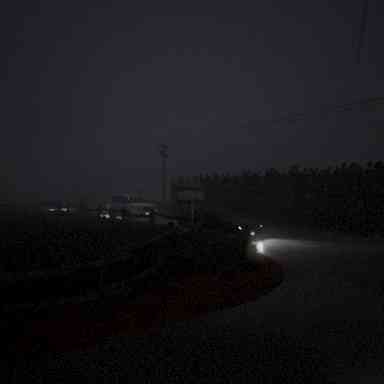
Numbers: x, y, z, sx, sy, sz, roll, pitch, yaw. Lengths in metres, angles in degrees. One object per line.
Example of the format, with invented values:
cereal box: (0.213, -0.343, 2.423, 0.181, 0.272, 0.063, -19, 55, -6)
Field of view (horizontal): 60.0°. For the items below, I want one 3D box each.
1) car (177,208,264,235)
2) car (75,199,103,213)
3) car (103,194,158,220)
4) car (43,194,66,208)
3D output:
car: (1.282, 1.539, 17.589, 2.033, 1.411, 5.357, 0, 0, -35)
car: (-10.774, 1.483, 34.639, 2.128, 1.511, 4.902, 0, 0, -35)
car: (-4.780, 1.214, 26.146, 2.150, 2.045, 5.566, 0, 0, -35)
car: (-19.662, 1.320, 47.366, 2.150, 2.045, 5.566, 0, 0, -35)
